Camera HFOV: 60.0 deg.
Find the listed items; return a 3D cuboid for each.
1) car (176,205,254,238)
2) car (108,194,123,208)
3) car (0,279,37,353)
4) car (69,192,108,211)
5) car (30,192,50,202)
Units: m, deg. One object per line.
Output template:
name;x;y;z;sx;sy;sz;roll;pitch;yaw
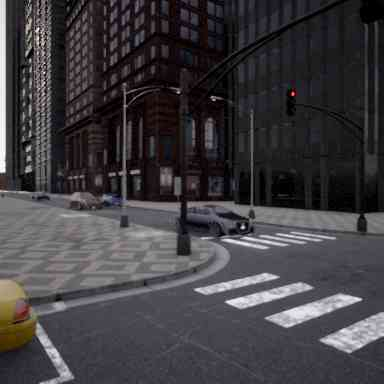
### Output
car;1.014;1.346;16.263;1.994;1.385;4.181;0;1;-39
car;-8.916;0.920;35.284;1.812;1.442;4.674;0;1;-36
car;-4.357;1.525;3.540;4.829;1.417;1.752;0;0;-35
car;-10.026;0.787;31.358;2.097;1.767;4.553;0;1;-36
car;-21.936;0.687;48.034;1.895;1.301;4.718;0;1;-36
